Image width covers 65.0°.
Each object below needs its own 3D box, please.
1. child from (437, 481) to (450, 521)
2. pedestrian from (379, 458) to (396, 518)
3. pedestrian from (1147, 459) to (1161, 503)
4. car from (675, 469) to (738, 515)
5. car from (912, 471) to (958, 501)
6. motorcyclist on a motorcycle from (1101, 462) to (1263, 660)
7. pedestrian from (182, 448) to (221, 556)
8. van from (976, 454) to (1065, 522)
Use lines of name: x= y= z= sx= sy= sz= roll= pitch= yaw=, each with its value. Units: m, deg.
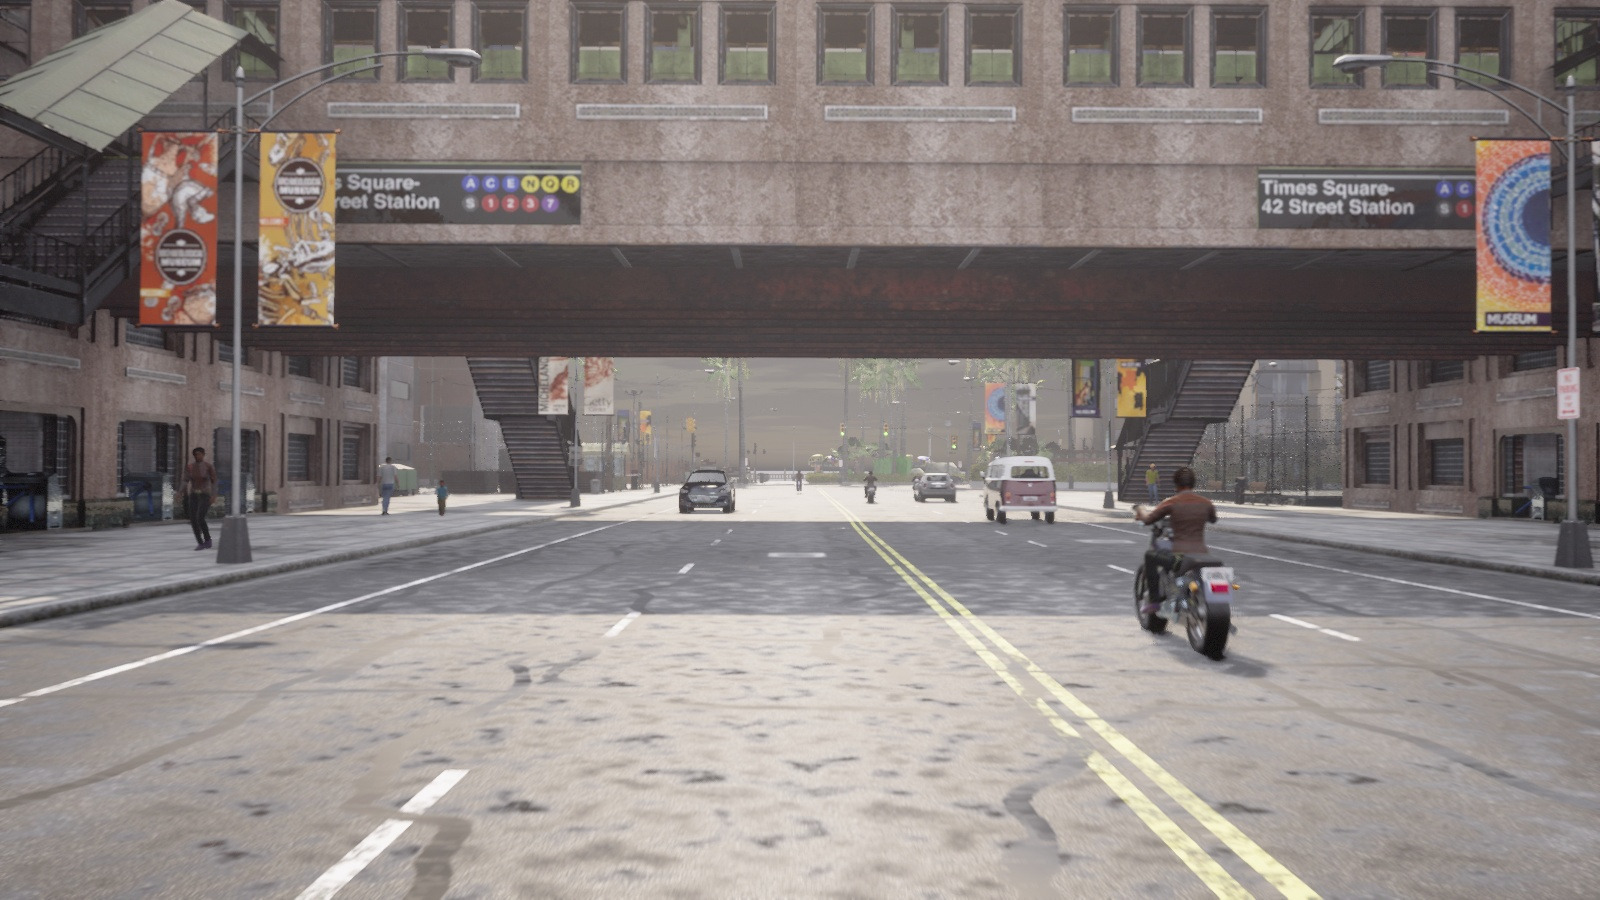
child: x=-10.680 y=1.524 z=37.615 sx=0.343 sy=1.192 sz=0.448 roll=0 pitch=-1 yaw=-16
pedestrian: x=-12.775 y=1.174 z=38.915 sx=0.354 sy=1.836 sz=0.706 roll=0 pitch=-1 yaw=-7
pedestrian: x=14.718 y=1.287 z=52.218 sx=0.354 sy=1.836 sz=0.706 roll=0 pitch=-1 yaw=1
car: x=-3.476 y=1.558 z=47.740 sx=2.033 sy=1.649 sz=4.856 roll=0 pitch=-1 yaw=0
car: x=6.993 y=1.846 z=65.358 sx=1.970 sy=1.475 sz=3.806 roll=0 pitch=-1 yaw=0
motorcyclist on a motorcycle: x=3.469 y=0.946 z=11.657 sx=0.766 sy=1.649 sz=2.350 roll=0 pitch=-1 yaw=0
pedestrian: x=-10.221 y=0.872 z=21.464 sx=0.328 sy=1.805 sz=0.869 roll=0 pitch=-1 yaw=-6
van: x=6.996 y=1.184 z=40.266 sx=2.069 sy=2.038 sz=4.480 roll=0 pitch=-1 yaw=1
